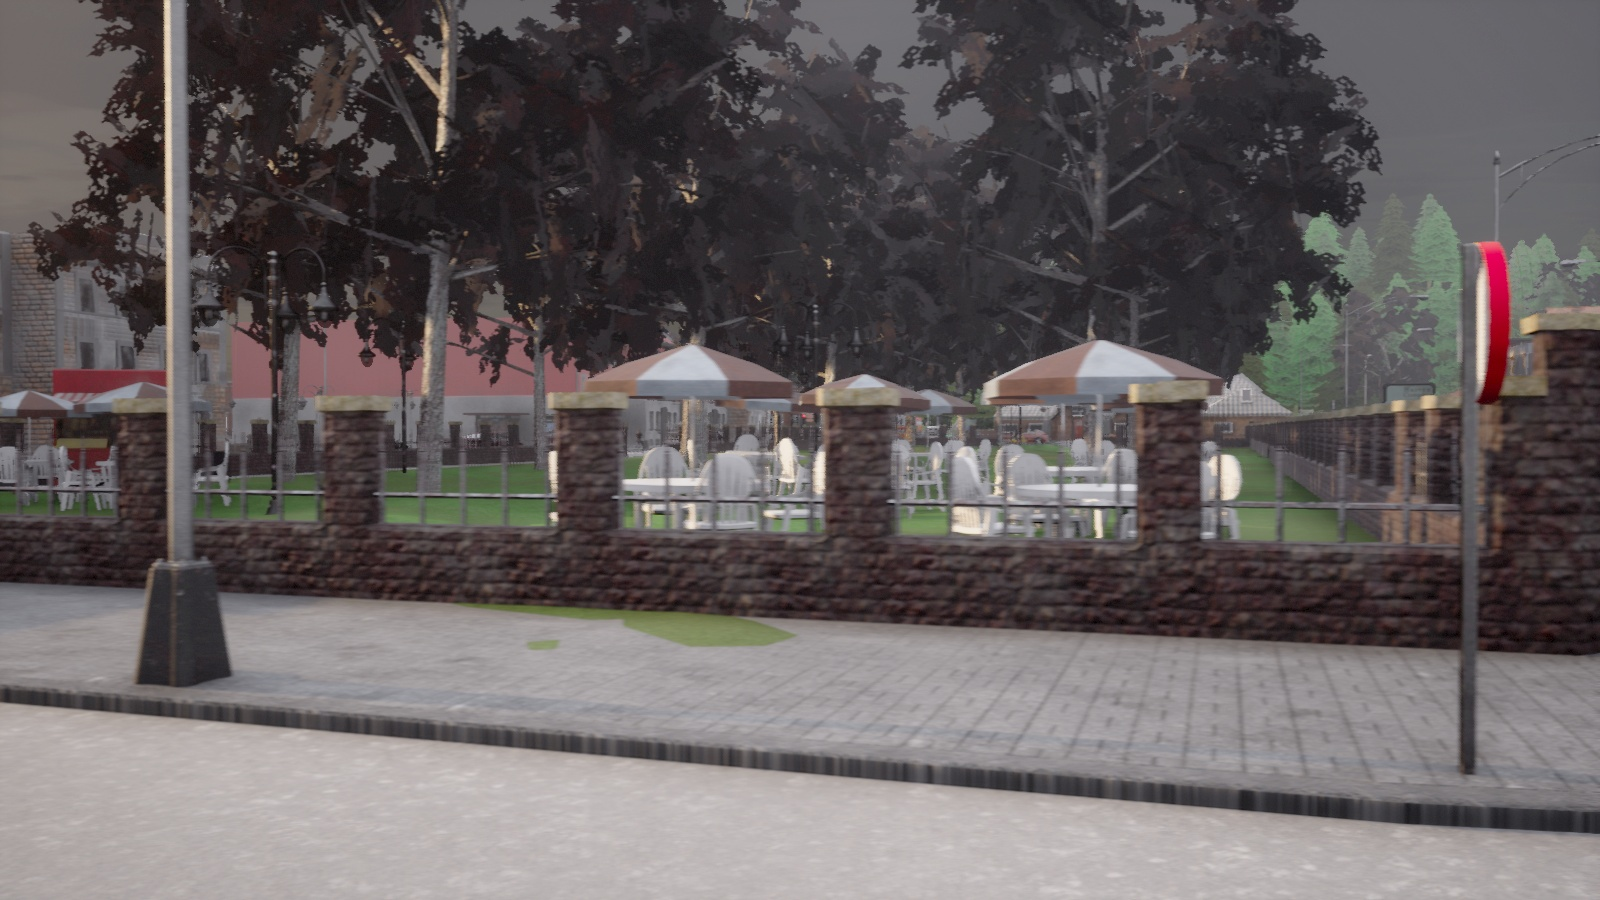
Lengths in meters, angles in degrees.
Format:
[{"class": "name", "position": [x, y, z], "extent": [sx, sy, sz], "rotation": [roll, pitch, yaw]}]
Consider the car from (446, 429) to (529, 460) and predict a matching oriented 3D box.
[{"class": "car", "position": [-16.487, -0.326, 66.563], "extent": [1.882, 1.535, 5.008], "rotation": [1, 1, 18]}]

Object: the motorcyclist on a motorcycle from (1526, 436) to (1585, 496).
[{"class": "motorcyclist on a motorcycle", "position": [20.208, 0.399, 33.635], "extent": [0.866, 1.530, 2.191], "rotation": [1, 1, 19]}]
